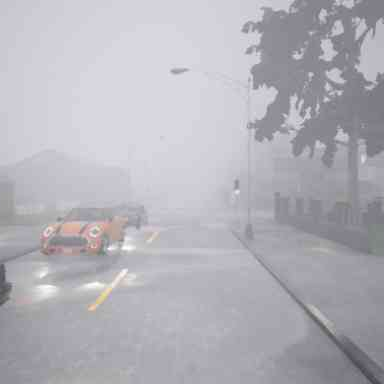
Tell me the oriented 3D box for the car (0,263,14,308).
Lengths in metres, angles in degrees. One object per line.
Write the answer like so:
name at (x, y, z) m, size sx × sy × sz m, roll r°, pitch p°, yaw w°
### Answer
car at (-4.089, 1.535, 3.541) m, size 2.033 × 1.411 × 5.357 m, roll 0°, pitch 0°, yaw 0°

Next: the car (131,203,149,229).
car at (-3.905, 1.447, 21.045) m, size 2.128 × 1.511 × 4.902 m, roll 0°, pitch 0°, yaw 0°

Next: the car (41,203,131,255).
car at (-4.016, 1.322, 13.032) m, size 2.097 × 1.767 × 4.553 m, roll 0°, pitch 0°, yaw 1°
